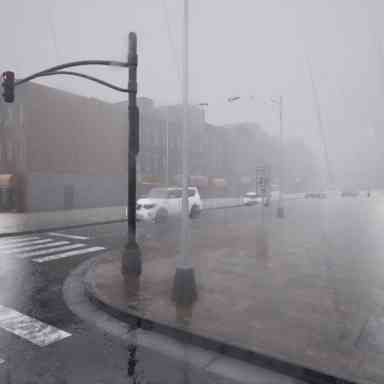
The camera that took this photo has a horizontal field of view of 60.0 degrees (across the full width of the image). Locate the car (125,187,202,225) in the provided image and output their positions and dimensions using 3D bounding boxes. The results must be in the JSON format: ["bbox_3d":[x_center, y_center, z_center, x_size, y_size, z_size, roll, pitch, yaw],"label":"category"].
[{"bbox_3d":[-1.543,0.732,20.417,2.150,2.045,5.566,0,2,35],"label":"car"}]

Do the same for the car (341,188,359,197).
[{"bbox_3d":[24.995,0.089,52.520,2.033,1.411,5.357,0,2,35],"label":"car"}]

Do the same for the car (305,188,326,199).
[{"bbox_3d":[17.303,0.288,46.664,1.994,1.385,4.181,0,1,36],"label":"car"}]

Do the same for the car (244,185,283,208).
[{"bbox_3d":[7.057,0.357,32.450,2.150,2.045,5.566,0,1,35],"label":"car"}]
